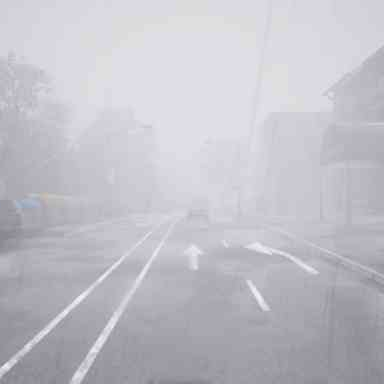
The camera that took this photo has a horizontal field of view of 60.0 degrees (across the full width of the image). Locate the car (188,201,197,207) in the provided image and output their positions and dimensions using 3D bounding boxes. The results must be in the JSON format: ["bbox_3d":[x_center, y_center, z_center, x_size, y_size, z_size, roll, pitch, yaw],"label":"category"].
[{"bbox_3d":[0.277,3.293,92.586,2.002,1.452,4.674,-2,1,6],"label":"car"}]

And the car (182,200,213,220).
[{"bbox_3d":[0.591,1.638,28.905,2.033,1.411,5.357,0,-1,3],"label":"car"}]

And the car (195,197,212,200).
[{"bbox_3d":[1.368,1.795,47.305,2.150,2.045,5.566,0,-2,2],"label":"car"}]

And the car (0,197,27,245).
[{"bbox_3d":[-9.413,1.254,12.711,5.566,2.045,2.435,-1,0,-20],"label":"car"}]

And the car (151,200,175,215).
[{"bbox_3d":[-3.430,1.892,38.331,1.994,1.385,4.181,0,-2,2],"label":"car"}]

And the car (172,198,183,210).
[{"bbox_3d":[-2.623,2.074,57.514,2.150,2.045,5.566,0,-2,3],"label":"car"}]
